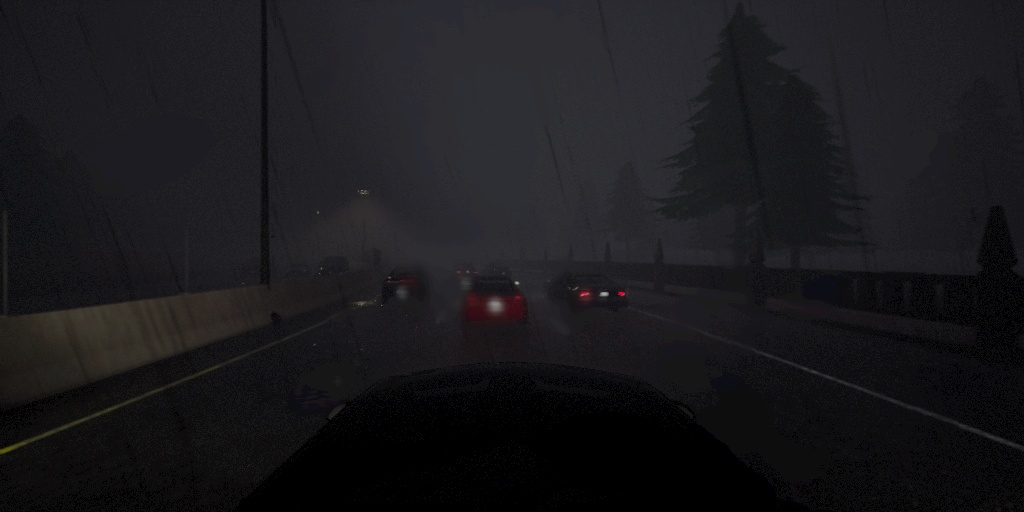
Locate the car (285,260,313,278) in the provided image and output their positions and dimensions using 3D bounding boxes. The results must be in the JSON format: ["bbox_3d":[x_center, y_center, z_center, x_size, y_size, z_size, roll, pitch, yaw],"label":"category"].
[{"bbox_3d":[-21.024,1.379,35.504,1.812,1.442,4.674,0,0,-22],"label":"car"}]

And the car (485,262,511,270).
[{"bbox_3d":[-1.376,1.300,32.952,1.812,1.442,4.674,0,0,-17],"label":"car"}]

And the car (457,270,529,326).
[{"bbox_3d":[-0.650,1.323,11.837,1.994,1.385,4.181,0,0,-6],"label":"car"}]

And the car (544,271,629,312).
[{"bbox_3d":[2.690,1.294,14.151,2.033,1.411,5.357,0,0,-7],"label":"car"}]

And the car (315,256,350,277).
[{"bbox_3d":[-16.321,1.054,33.121,2.150,2.045,5.566,0,0,-20],"label":"car"}]

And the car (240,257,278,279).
[{"bbox_3d":[-24.517,1.088,34.930,2.150,2.045,5.566,0,0,-23],"label":"car"}]

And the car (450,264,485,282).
[{"bbox_3d":[-3.939,1.329,29.505,2.033,1.411,5.357,0,0,-16],"label":"car"}]

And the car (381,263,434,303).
[{"bbox_3d":[-4.809,1.270,16.843,2.128,1.511,4.902,0,0,-9],"label":"car"}]
